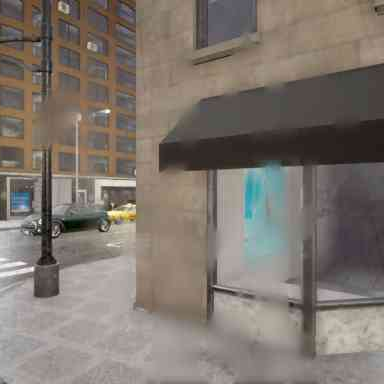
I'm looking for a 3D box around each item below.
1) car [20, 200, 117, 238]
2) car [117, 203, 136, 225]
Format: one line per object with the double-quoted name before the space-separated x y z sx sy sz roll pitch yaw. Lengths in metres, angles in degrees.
"car" -6.634 1.366 17.825 2.097 1.767 4.553 0 0 36
"car" -4.829 1.548 24.650 1.752 1.417 4.829 0 0 36
